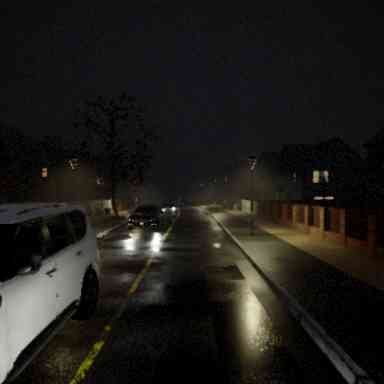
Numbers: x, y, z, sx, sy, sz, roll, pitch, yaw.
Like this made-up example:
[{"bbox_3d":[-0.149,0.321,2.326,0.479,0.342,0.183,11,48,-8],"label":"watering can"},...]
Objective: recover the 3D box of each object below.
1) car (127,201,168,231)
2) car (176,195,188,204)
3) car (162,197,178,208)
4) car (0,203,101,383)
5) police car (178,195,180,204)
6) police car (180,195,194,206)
[{"bbox_3d":[-2.788,1.550,21.032,1.837,1.490,4.892,0,-1,1],"label":"car"},{"bbox_3d":[-2.423,1.723,78.539,2.150,2.045,5.566,0,-1,-7],"label":"car"},{"bbox_3d":[-3.597,1.754,52.545,1.812,1.442,4.674,0,-1,-3],"label":"car"},{"bbox_3d":[-2.845,1.221,4.375,2.150,2.045,5.566,0,0,0],"label":"car"},{"bbox_3d":[-1.697,1.850,72.622,1.930,1.638,5.238,0,-1,-7],"label":"police car"},{"bbox_3d":[-0.680,1.737,62.609,1.930,1.638,5.238,0,-1,-5],"label":"police car"}]
